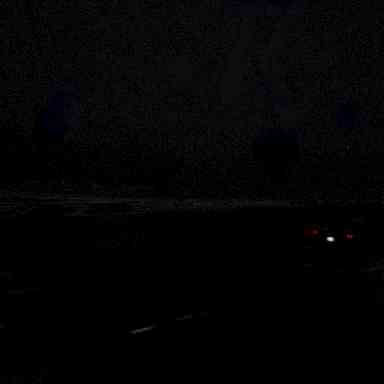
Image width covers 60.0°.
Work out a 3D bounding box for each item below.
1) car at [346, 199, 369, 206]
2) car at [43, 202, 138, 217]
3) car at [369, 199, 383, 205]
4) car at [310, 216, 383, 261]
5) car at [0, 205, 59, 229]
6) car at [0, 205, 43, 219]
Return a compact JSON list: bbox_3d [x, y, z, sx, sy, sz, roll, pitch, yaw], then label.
[{"bbox_3d":[23.581,1.663,46.399,5.357,1.411,2.033,0,0,-35],"label":"car"},{"bbox_3d":[-5.078,1.366,17.555,4.553,1.767,2.097,0,0,-35],"label":"car"},{"bbox_3d":[25.587,1.511,43.531,4.718,1.301,1.895,0,0,-35],"label":"car"},{"bbox_3d":[6.384,1.595,12.576,4.181,1.385,1.994,0,0,-35],"label":"car"},{"bbox_3d":[-11.371,1.607,21.670,4.718,1.301,1.895,0,0,-35],"label":"car"},{"bbox_3d":[-8.637,1.513,19.319,4.892,1.490,1.837,0,0,-35],"label":"car"}]
